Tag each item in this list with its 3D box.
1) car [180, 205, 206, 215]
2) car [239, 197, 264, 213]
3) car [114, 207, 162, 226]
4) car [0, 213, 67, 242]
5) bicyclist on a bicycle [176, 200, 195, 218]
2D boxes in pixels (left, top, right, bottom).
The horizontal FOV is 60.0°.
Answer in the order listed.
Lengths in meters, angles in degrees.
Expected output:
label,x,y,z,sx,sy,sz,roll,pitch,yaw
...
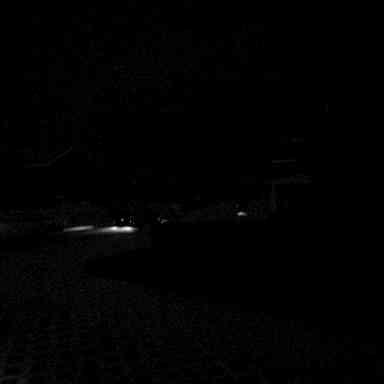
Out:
label,x,y,z,sx,sy,sz,roll,pitch,yaw
car,0.617,1.993,34.424,1.895,1.301,4.718,-3,-2,28
car,8.363,1.648,43.035,2.150,2.045,5.566,-3,-2,28
car,-4.070,1.826,25.492,1.994,1.385,4.181,-3,-2,27
car,-8.775,1.737,16.587,1.895,1.301,4.718,-3,-2,29
bicyclist on a bicycle,-0.320,1.283,20.051,1.656,1.620,0.582,-3,-2,28
